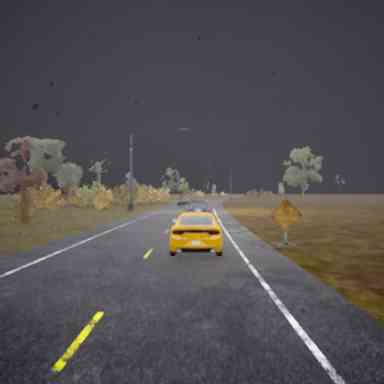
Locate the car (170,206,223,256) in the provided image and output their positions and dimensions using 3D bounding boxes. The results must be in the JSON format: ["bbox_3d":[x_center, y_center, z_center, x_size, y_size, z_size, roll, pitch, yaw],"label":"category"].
[{"bbox_3d":[0.192,1.553,13.613,1.882,1.535,5.008,0,0,1],"label":"car"}]

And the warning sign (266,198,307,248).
[{"bbox_3d":[3.668,1.190,13.032,1.300,1.860,1.060,0,0,1],"label":"warning sign"}]

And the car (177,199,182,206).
[{"bbox_3d":[-1.506,1.903,57.964,1.895,1.301,4.718,0,0,5],"label":"car"}]

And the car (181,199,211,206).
[{"bbox_3d":[0.532,1.500,27.351,2.097,1.767,4.553,0,0,2],"label":"car"}]
